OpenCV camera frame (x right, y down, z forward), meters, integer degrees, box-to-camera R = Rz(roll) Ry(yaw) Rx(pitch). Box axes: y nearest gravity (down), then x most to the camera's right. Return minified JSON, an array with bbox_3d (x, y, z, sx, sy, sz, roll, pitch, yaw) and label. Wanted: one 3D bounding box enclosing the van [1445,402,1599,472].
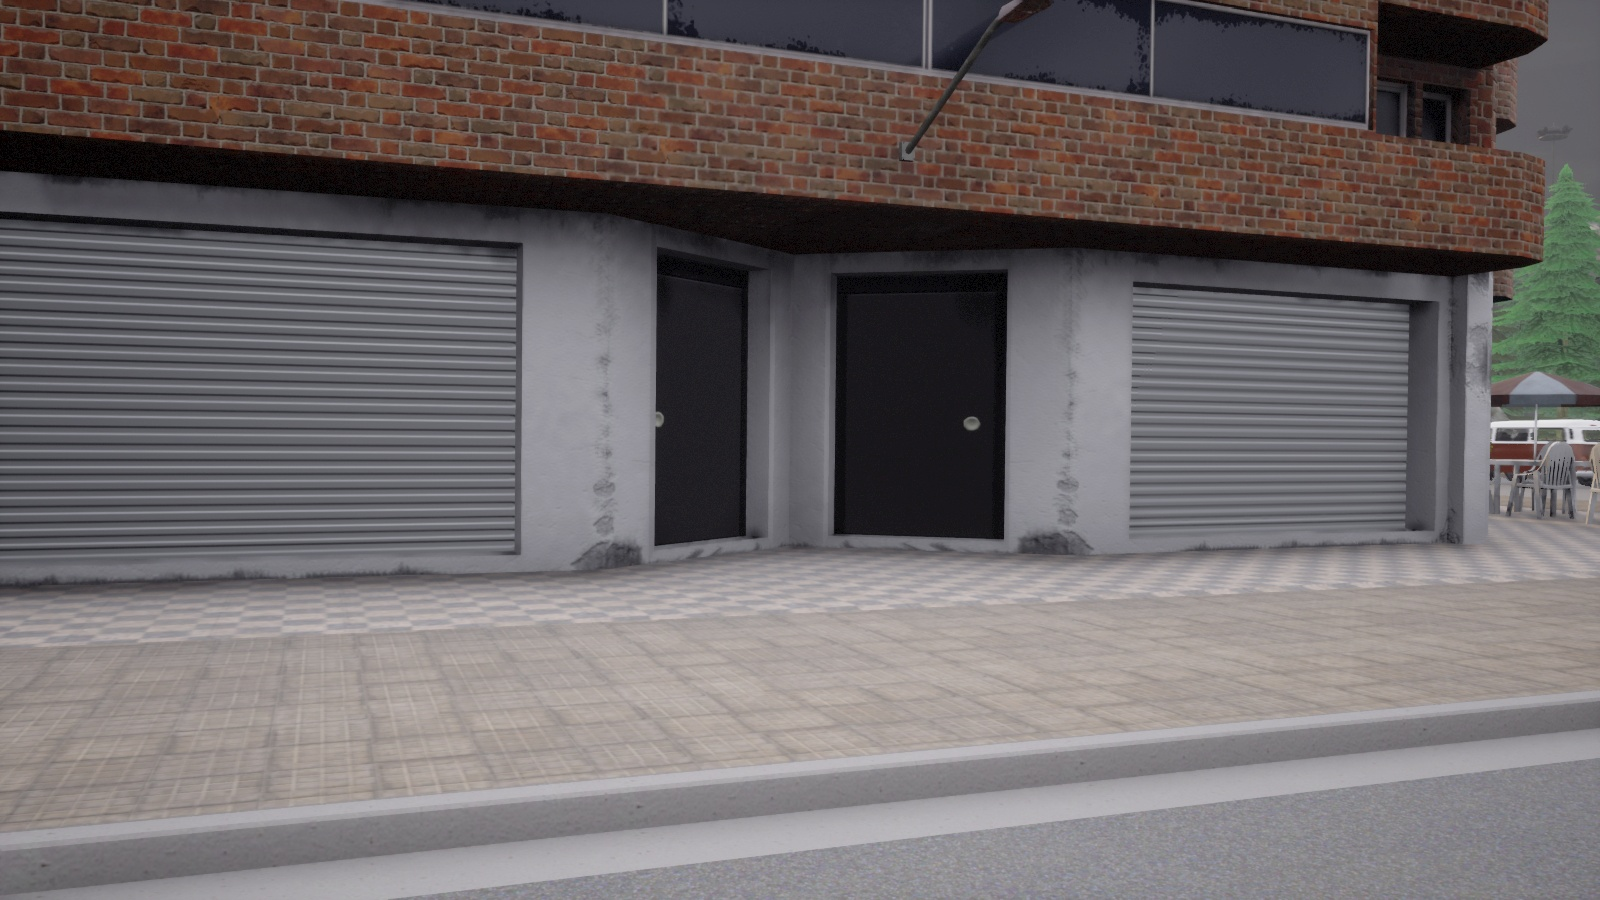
[{"bbox_3d":[22.801,-0.418,39.198,2.069,2.038,4.480,-1,1,-22],"label":"van"}]
